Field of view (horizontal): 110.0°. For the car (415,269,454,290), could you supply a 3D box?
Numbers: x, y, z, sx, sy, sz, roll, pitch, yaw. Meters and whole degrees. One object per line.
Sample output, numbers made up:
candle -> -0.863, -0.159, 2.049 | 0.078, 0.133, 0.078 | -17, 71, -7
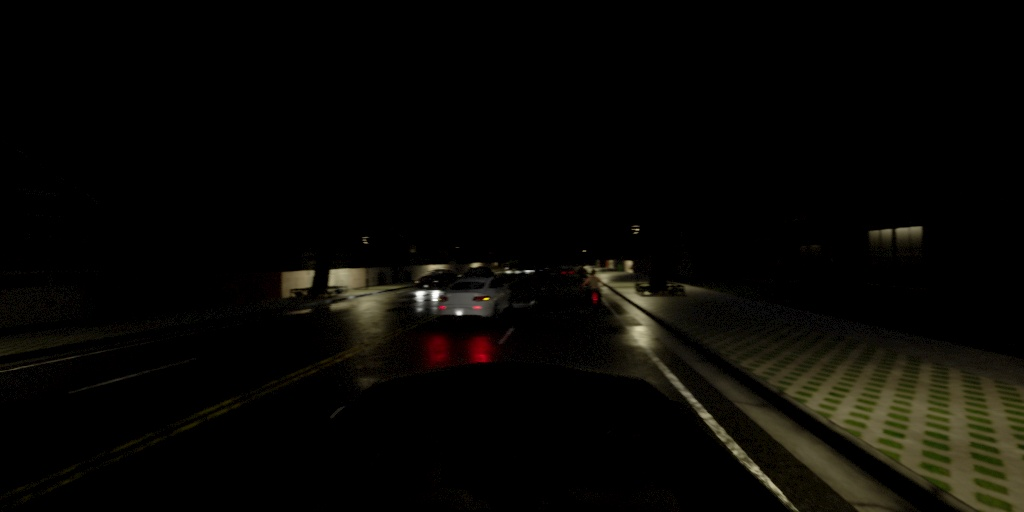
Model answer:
car -> -5.667, 1.759, 27.902 | 2.033, 1.411, 5.357 | -2, -1, 9

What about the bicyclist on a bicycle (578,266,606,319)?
bicyclist on a bicycle -> 2.758, 1.235, 12.086 | 0.866, 1.612, 1.509 | -2, -1, 9

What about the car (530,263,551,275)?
car -> 3.854, 1.732, 45.947 | 1.994, 1.385, 4.181 | -2, -1, 9

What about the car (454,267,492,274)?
car -> -2.516, 1.593, 26.960 | 1.882, 1.535, 5.008 | -2, -1, 8

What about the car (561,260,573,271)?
car -> 9.127, 1.789, 59.100 | 1.895, 1.301, 4.718 | -2, -1, 9

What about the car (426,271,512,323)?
car -> -1.196, 1.438, 12.762 | 1.812, 1.442, 4.674 | -2, -1, 9
